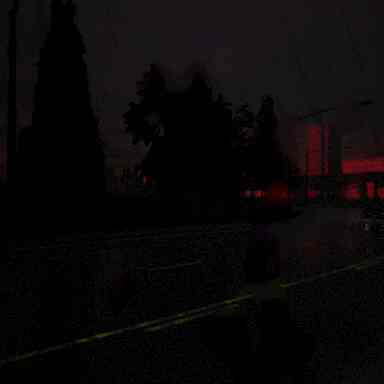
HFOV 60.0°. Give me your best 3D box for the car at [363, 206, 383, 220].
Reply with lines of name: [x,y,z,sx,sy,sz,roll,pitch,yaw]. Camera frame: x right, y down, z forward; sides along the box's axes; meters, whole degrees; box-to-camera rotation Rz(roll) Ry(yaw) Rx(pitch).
car: [20.654,2.359,37.644,1.812,1.442,4.674,0,-1,28]
